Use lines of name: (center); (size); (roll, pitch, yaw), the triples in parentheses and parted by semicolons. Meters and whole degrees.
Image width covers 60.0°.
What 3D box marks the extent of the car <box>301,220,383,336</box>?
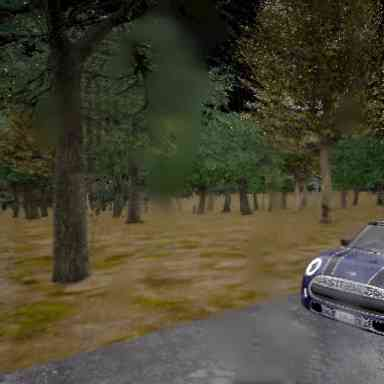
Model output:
car: (4.180, 1.345, 6.488); (4.553, 1.767, 2.097); (0, 0, -36)
